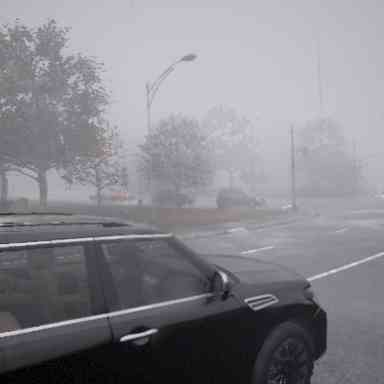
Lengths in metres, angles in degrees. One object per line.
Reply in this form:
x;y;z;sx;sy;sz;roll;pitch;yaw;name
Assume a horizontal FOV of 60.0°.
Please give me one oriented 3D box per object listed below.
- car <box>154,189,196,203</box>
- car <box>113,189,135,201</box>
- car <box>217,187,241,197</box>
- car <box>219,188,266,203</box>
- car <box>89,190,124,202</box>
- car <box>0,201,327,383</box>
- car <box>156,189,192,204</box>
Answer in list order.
-2.228;0.609;41.417;5.566;2.045;2.150;1;3;33;car
-10.902;0.344;51.133;4.553;1.767;2.097;2;4;33;car
5.679;0.468;40.505;5.566;2.045;2.150;0;2;33;car
5.731;0.746;36.327;4.553;1.767;2.097;0;2;33;car
-12.636;0.758;48.103;4.718;1.301;1.895;2;4;33;car
-1.068;1.226;3.150;5.566;2.045;2.150;0;0;-36;car
-2.518;0.553;45.764;4.553;1.767;2.097;1;3;33;car
